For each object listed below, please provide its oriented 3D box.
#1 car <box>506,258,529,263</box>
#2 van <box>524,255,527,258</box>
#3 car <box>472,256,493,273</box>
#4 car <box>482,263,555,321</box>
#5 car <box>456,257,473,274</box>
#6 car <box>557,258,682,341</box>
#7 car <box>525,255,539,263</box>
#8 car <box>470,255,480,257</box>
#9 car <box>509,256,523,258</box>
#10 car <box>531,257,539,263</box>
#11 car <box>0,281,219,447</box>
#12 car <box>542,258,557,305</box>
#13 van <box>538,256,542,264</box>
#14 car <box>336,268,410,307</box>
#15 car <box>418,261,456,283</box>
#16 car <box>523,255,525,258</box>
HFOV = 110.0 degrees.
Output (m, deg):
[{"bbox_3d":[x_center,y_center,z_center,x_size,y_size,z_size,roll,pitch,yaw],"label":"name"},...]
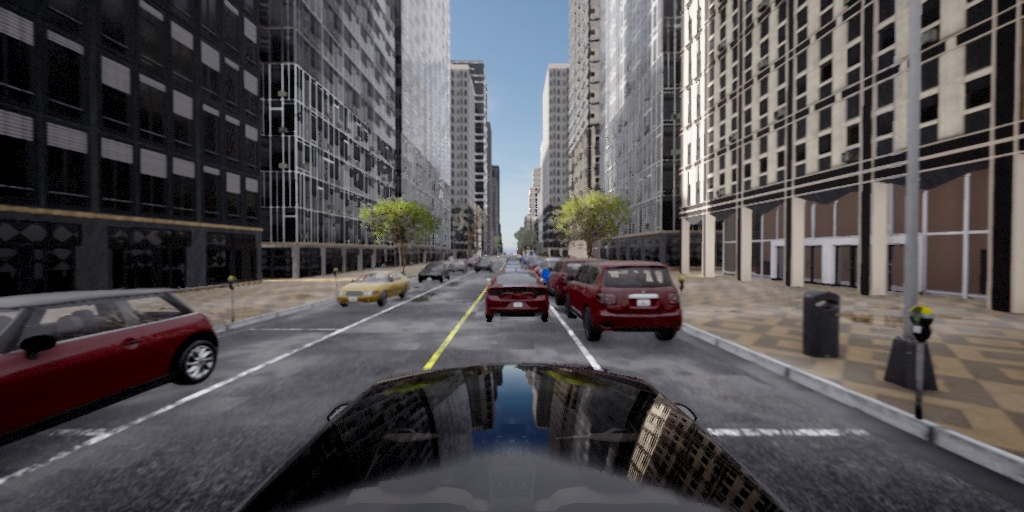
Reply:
[{"bbox_3d":[0.122,1.146,31.734,2.033,1.411,5.357,0,0,0],"label":"car"},{"bbox_3d":[2.719,0.878,43.799,1.690,1.789,3.998,0,0,0],"label":"van"},{"bbox_3d":[-3.013,1.067,39.393,1.837,1.490,4.892,0,0,1],"label":"car"},{"bbox_3d":[0.117,1.175,12.307,1.882,1.535,5.008,0,0,-1],"label":"car"},{"bbox_3d":[-5.666,1.118,38.122,2.007,1.370,4.403,0,0,0],"label":"car"},{"bbox_3d":[2.695,1.025,9.698,2.192,1.841,5.009,0,0,0],"label":"car"},{"bbox_3d":[2.714,1.006,38.116,1.967,1.591,4.097,0,0,0],"label":"car"},{"bbox_3d":[-5.658,0.948,49.489,1.967,1.591,4.097,0,0,0],"label":"car"},{"bbox_3d":[0.137,0.837,53.932,2.097,1.767,4.553,0,0,0],"label":"car"},{"bbox_3d":[2.707,1.064,26.749,1.967,1.591,4.097,0,0,0],"label":"car"},{"bbox_3d":[-5.690,1.179,4.020,1.967,1.591,4.097,0,0,0],"label":"car"},{"bbox_3d":[2.699,0.997,15.382,2.192,1.841,5.009,0,0,0],"label":"car"},{"bbox_3d":[2.703,0.994,21.065,1.690,1.789,3.998,0,0,0],"label":"van"},{"bbox_3d":[-5.682,1.208,15.217,1.751,1.417,4.829,0,0,0],"label":"car"},{"bbox_3d":[-5.674,1.191,26.755,1.948,1.339,4.313,0,0,0],"label":"car"},{"bbox_3d":[2.731,1.000,60.850,2.007,1.370,4.403,0,0,0],"label":"car"}]
